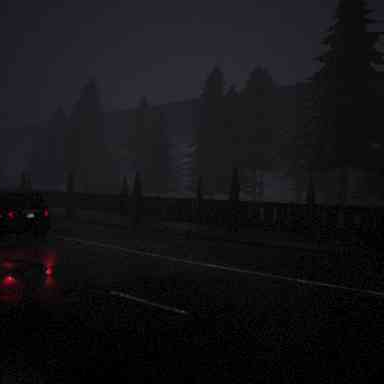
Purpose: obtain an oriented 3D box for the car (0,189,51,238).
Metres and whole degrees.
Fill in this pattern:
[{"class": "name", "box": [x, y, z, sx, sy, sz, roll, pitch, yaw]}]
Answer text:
[{"class": "car", "box": [-8.220, 0.878, 14.040, 5.566, 2.045, 2.150, 3, 2, 36]}]
